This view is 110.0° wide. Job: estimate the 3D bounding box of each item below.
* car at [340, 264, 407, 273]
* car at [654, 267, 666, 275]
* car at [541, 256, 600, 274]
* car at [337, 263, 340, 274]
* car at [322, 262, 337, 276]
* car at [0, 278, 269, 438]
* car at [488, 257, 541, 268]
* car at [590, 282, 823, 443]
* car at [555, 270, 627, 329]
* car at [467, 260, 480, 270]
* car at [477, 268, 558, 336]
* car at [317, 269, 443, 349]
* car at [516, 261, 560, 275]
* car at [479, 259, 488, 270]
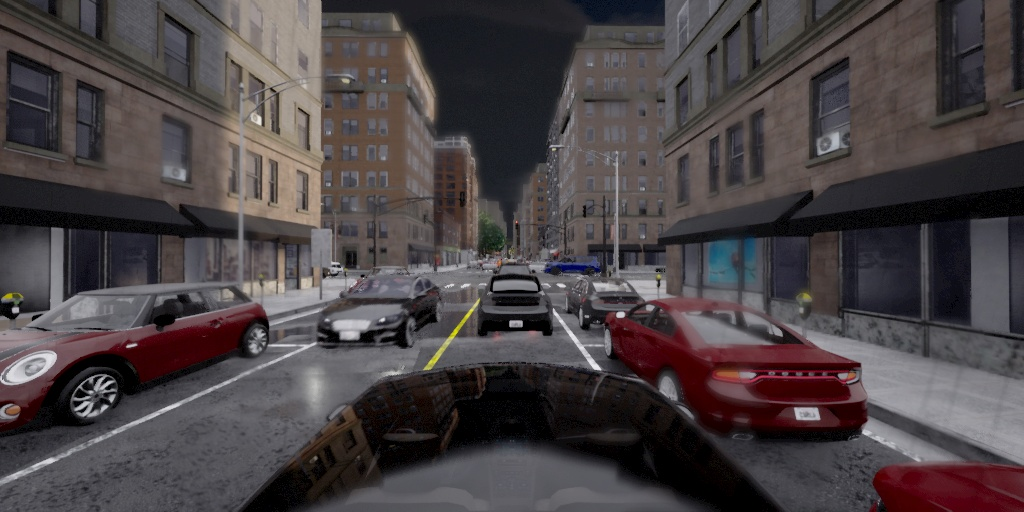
[{"bbox_3d":[-5.836,1.194,16.470,1.967,1.591,4.097,0,0,0],"label":"car"},{"bbox_3d":[18.228,1.486,39.351,4.718,1.301,1.895,0,0,0],"label":"car"},{"bbox_3d":[6.044,1.005,36.044,5.566,2.045,2.150,1,0,0],"label":"car"},{"bbox_3d":[-18.369,0.892,32.491,5.566,2.045,2.150,0,0,-1],"label":"car"},{"bbox_3d":[-17.478,1.125,29.248,5.008,1.535,1.882,0,0,-2],"label":"car"},{"bbox_3d":[-5.852,1.190,5.484,1.967,1.591,4.097,0,0,0],"label":"car"},{"bbox_3d":[0.119,1.107,17.809,2.097,1.767,4.553,0,0,0],"label":"car"},{"bbox_3d":[2.675,1.296,5.479,1.888,1.381,4.507,0,0,0],"label":"car"},{"bbox_3d":[2.682,1.303,10.970,2.007,1.370,4.403,0,0,0],"label":"car"},{"bbox_3d":[-5.915,1.342,54.831,2.007,1.370,4.403,0,0,0],"label":"car"},{"bbox_3d":[0.057,1.257,10.359,1.837,1.490,4.892,0,0,-1],"label":"car"},{"bbox_3d":[-3.060,1.243,9.256,2.128,1.511,4.902,0,0,0],"label":"car"},{"bbox_3d":[2.982,1.302,41.306,4.674,1.442,1.812,0,1,29],"label":"car"},{"bbox_3d":[-3.129,1.386,50.846,1.895,1.301,4.718,0,0,0],"label":"car"}]
